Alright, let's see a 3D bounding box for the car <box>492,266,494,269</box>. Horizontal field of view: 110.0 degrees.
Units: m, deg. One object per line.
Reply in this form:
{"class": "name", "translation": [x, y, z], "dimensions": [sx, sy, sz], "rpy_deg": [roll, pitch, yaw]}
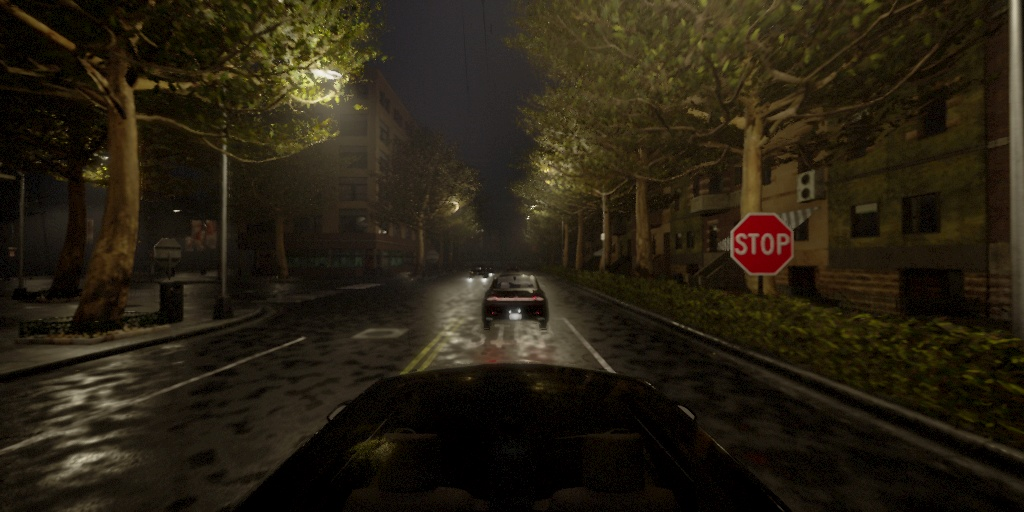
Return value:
{"class": "car", "translation": [-3.593, 1.837, 51.701], "dimensions": [1.994, 1.385, 4.181], "rpy_deg": [0, -1, 0]}

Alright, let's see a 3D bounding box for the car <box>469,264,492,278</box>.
{"class": "car", "translation": [-3.621, 1.659, 40.286], "dimensions": [1.837, 1.490, 4.892], "rpy_deg": [0, -1, 1]}

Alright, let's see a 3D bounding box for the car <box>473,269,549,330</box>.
{"class": "car", "translation": [0.090, 1.346, 11.593], "dimensions": [2.128, 1.511, 4.902], "rpy_deg": [0, 0, 0]}

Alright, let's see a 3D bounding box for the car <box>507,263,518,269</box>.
{"class": "car", "translation": [0.081, 1.904, 59.704], "dimensions": [2.033, 1.411, 5.357], "rpy_deg": [0, -1, 0]}
